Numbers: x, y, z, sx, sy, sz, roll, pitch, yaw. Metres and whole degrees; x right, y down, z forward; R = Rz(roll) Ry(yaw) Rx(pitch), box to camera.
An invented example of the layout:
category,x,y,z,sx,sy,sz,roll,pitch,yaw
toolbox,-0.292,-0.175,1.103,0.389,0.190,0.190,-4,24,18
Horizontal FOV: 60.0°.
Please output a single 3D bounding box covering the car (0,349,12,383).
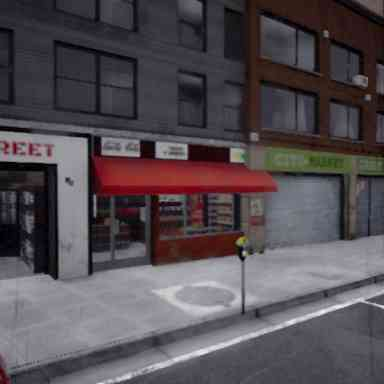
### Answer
category,x,y,z,sx,sy,sz,roll,pitch,yaw
car,-2.729,1.400,1.016,4.097,1.590,1.967,0,0,-34
